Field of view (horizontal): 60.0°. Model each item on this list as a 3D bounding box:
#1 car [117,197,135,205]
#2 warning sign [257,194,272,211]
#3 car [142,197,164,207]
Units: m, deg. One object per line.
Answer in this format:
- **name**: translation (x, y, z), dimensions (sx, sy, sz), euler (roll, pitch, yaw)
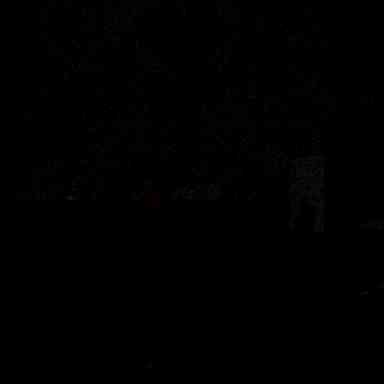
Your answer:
- **car**: translation (-12.051, 1.657, 60.674), dimensions (1.994, 1.385, 4.181), euler (0, 0, -35)
- **warning sign**: translation (7.954, 1.101, 36.440), dimensions (1.300, 1.860, 1.060), euler (0, 0, -35)
- **car**: translation (-6.128, 1.582, 52.310), dimensions (1.812, 1.442, 4.674), euler (0, 0, -34)
